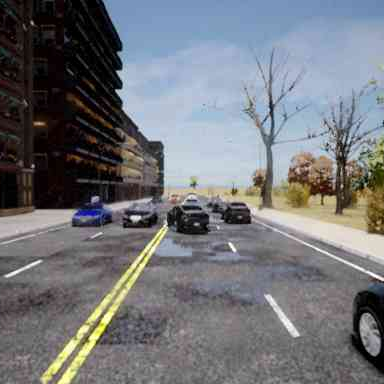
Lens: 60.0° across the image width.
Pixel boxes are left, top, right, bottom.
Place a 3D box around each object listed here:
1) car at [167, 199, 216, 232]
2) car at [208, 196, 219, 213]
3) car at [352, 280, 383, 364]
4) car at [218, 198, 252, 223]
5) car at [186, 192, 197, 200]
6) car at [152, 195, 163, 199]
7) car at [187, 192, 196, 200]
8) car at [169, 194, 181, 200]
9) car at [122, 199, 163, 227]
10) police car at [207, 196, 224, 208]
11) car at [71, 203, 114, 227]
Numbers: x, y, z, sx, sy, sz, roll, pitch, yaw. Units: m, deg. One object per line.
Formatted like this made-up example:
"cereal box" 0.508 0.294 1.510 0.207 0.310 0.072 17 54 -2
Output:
"car" -0.293 1.461 20.014 1.837 1.490 4.892 -2 1 -13
"car" 3.237 1.411 35.936 2.128 1.511 4.902 0 0 0
"car" 3.249 1.497 2.935 1.837 1.490 4.892 0 0 0
"car" 3.241 1.448 24.936 1.837 1.490 4.892 0 0 0
"car" -0.026 1.059 72.814 2.150 2.045 5.566 0 0 0
"car" -6.563 1.358 63.918 1.837 1.490 4.892 0 0 1
"car" -0.030 1.032 83.420 2.150 2.045 5.566 0 0 0
"car" -3.311 1.206 64.471 2.097 1.767 4.553 0 0 1
"car" -3.356 1.442 22.191 2.128 1.511 4.902 0 0 0
"police car" 3.233 1.399 46.937 2.038 1.542 4.974 0 0 0
"car" -6.607 1.475 22.603 1.812 1.442 4.674 0 0 0
